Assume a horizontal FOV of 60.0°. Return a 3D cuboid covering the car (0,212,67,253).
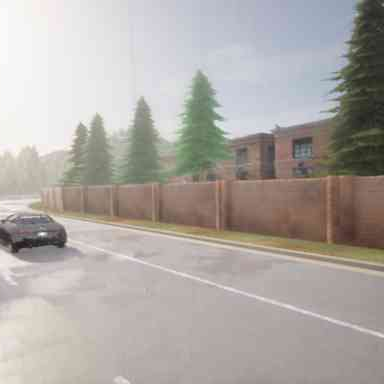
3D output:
[{"bbox_3d":[-6.717,1.504,13.650,1.994,1.385,4.181,-1,1,-40],"label":"car"}]
